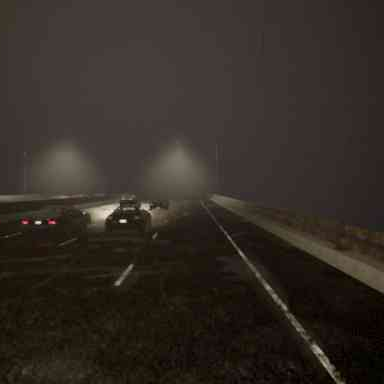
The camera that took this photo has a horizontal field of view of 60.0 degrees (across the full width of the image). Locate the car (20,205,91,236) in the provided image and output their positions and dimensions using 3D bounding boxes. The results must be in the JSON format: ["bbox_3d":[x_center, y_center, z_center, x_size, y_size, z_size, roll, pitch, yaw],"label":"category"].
[{"bbox_3d":[-6.941,1.401,17.519,2.033,1.411,5.357,0,1,0],"label":"car"}]

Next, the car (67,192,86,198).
[{"bbox_3d":[-21.163,0.835,62.486,2.097,1.767,4.553,0,0,0],"label":"car"}]

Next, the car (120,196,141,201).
[{"bbox_3d":[-6.989,1.178,37.840,2.128,1.511,4.902,0,0,0],"label":"car"}]

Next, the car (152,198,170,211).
[{"bbox_3d":[-3.485,1.299,36.354,1.895,1.301,4.718,0,0,0],"label":"car"}]

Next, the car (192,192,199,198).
[{"bbox_3d":[0.851,0.772,84.964,1.882,1.535,5.008,0,0,0],"label":"car"}]

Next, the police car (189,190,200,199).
[{"bbox_3d":[0.874,0.802,75.074,1.930,1.638,5.238,0,0,0],"label":"police car"}]

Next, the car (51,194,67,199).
[{"bbox_3d":[-24.650,1.082,62.229,1.895,1.301,4.718,0,1,0],"label":"car"}]

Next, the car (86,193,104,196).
[{"bbox_3d":[-17.666,0.977,62.554,2.128,1.511,4.902,0,1,0],"label":"car"}]

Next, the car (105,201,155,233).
[{"bbox_3d":[-3.445,1.409,18.624,1.994,1.385,4.181,0,0,0],"label":"car"}]
